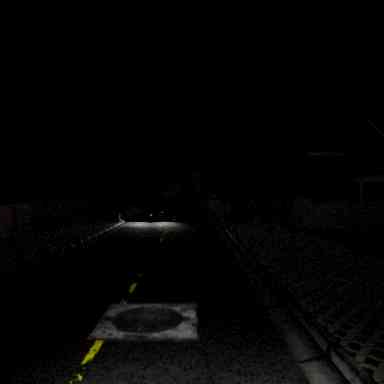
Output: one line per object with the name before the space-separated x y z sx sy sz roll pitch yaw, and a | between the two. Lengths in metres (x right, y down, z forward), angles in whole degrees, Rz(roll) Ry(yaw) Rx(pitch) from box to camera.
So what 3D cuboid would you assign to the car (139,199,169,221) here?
car | -2.847 1.338 25.552 1.837 1.490 4.892 0 0 0
